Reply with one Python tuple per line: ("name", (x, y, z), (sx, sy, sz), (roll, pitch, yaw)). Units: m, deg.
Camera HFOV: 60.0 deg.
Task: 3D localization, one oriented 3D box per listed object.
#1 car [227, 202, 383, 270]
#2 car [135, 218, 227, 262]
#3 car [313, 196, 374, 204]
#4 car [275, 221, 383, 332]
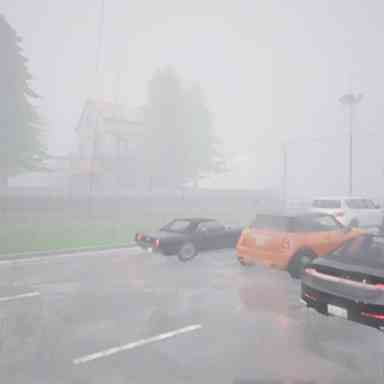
("car", (3.556, 1.360, 10.128), (4.553, 1.767, 2.097), (0, 0, -36))
("car", (0.430, 1.607, 12.179), (4.718, 1.301, 1.895), (0, 0, -36))
("car", (8.577, 1.239, 18.023), (5.566, 2.045, 2.150), (0, 0, -36))
("car", (4.067, 1.499, 6.188), (4.902, 1.511, 2.128), (0, 0, -35))
